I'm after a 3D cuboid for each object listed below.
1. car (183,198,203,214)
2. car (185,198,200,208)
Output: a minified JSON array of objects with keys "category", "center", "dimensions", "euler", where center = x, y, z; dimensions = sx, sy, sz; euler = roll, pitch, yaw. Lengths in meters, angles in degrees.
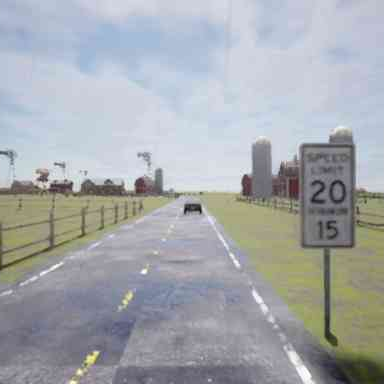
[{"category":"car","center":[0.095,1.458,35.423],"dimensions":[1.882,1.535,5.008],"euler":[0,0,0]},{"category":"car","center":[0.138,1.540,47.441],"dimensions":[1.994,1.385,4.181],"euler":[0,0,1]}]
